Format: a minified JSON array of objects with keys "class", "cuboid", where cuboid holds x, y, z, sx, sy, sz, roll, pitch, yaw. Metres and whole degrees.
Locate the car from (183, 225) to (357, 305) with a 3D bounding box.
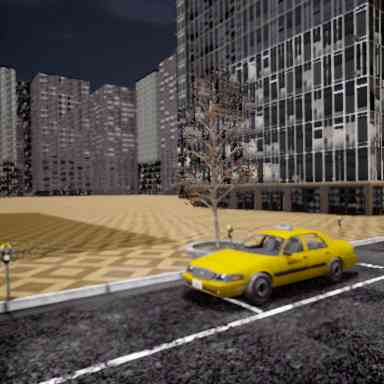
[{"class":"car","cuboid":[2.065,1.503,8.014,4.829,1.417,1.752,0,-1,-35]}]
